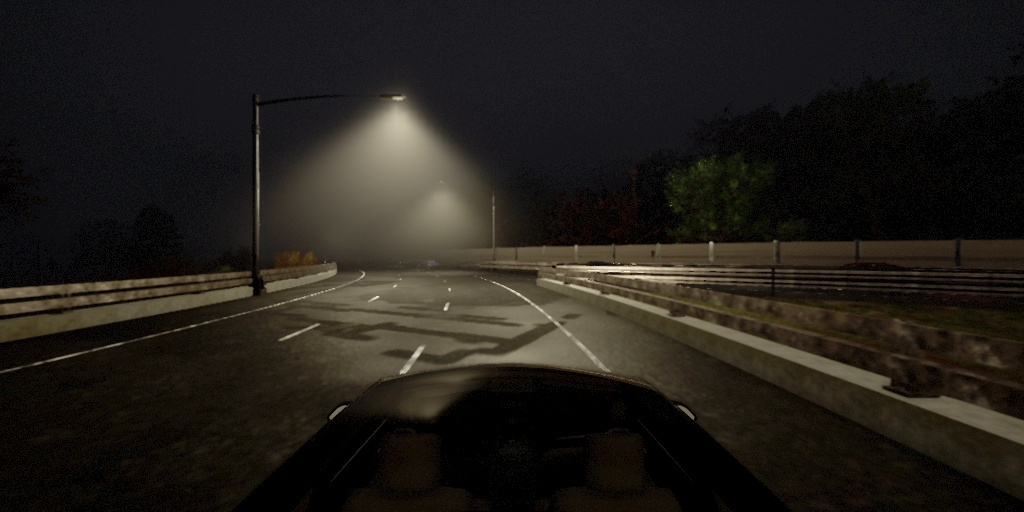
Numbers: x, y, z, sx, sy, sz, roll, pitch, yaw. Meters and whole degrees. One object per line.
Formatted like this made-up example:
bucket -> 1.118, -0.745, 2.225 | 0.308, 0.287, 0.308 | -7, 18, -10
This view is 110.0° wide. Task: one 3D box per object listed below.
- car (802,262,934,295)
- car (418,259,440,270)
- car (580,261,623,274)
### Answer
car -> 18.650, 1.049, 19.109 | 5.008, 1.535, 1.882 | 1, 0, 35
car -> -11.852, 1.185, 51.004 | 2.033, 1.411, 5.357 | 0, 0, -30
car -> 6.366, 1.122, 28.168 | 4.674, 1.442, 1.812 | 0, 0, 39
